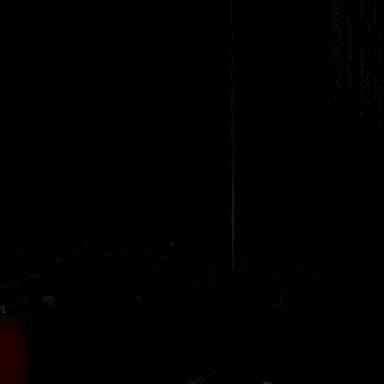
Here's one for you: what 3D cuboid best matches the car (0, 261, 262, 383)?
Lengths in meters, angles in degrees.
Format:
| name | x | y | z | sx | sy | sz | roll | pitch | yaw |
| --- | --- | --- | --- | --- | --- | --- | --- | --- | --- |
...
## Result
| name | x | y | z | sx | sy | sz | roll | pitch | yaw |
| --- | --- | --- | --- | --- | --- | --- | --- | --- | --- |
| car | -1.425 | 1.526 | 3.984 | 4.507 | 1.381 | 1.887 | 0 | 0 | 36 |
